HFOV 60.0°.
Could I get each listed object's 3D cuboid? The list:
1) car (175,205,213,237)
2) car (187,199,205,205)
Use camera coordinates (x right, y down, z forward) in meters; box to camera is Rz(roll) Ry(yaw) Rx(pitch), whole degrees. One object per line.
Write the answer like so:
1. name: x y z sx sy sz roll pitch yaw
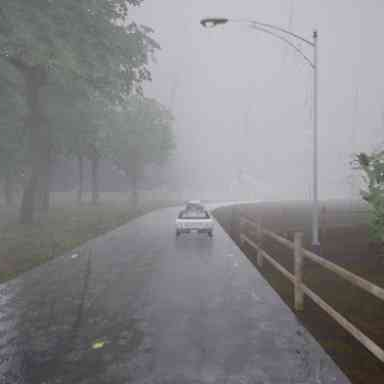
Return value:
1. car: 0.104 1.601 18.195 1.895 1.301 4.718 0 0 0
2. car: 0.389 1.493 35.964 1.812 1.442 4.674 0 0 4
